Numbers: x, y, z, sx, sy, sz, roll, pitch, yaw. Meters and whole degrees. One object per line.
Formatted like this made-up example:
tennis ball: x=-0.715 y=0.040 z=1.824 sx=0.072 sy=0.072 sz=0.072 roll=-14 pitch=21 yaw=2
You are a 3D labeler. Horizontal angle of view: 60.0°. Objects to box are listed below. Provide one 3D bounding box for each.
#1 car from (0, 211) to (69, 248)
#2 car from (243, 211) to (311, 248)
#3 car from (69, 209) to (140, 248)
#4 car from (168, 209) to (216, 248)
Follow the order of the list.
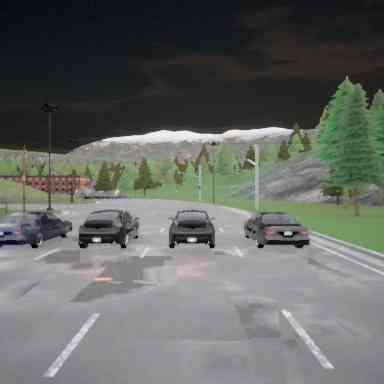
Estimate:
car: x=-7.000 y=1.560 z=14.650 sx=2.033 sy=1.411 sz=5.357 roll=0 pitch=0 yaw=0
car: x=3.500 y=1.560 z=14.650 sx=2.033 sy=1.411 sz=5.357 roll=0 pitch=0 yaw=0
car: x=-3.500 y=1.513 z=14.650 sx=1.837 sy=1.490 sz=4.892 roll=0 pitch=0 yaw=0
car: x=0.000 y=1.513 z=14.650 sx=1.837 sy=1.490 sz=4.892 roll=0 pitch=0 yaw=0
